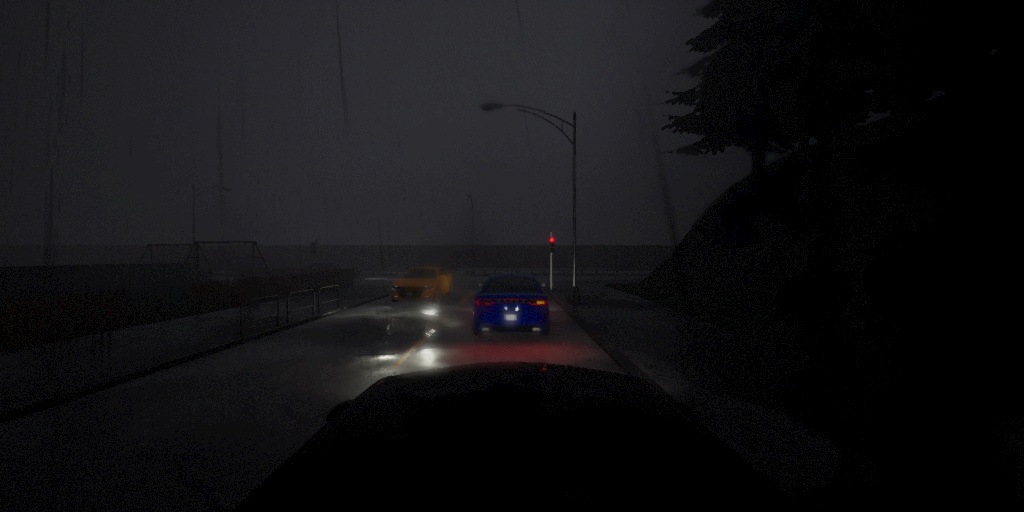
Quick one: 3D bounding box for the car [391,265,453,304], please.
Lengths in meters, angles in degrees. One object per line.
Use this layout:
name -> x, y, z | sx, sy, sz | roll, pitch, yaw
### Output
car -> -4.008, 1.227, 16.705 | 1.882, 1.535, 5.008 | 0, 0, 1

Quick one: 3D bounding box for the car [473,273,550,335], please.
car -> -0.004, 1.228, 10.492 | 1.882, 1.535, 5.008 | 0, 0, 0

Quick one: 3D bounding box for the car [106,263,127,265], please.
car -> -33.266, 1.314, 30.526 | 4.181, 1.385, 1.994 | 0, 0, 0

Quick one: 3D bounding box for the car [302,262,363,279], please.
car -> -15.337, 1.255, 30.592 | 4.892, 1.490, 1.837 | 0, 0, 0
